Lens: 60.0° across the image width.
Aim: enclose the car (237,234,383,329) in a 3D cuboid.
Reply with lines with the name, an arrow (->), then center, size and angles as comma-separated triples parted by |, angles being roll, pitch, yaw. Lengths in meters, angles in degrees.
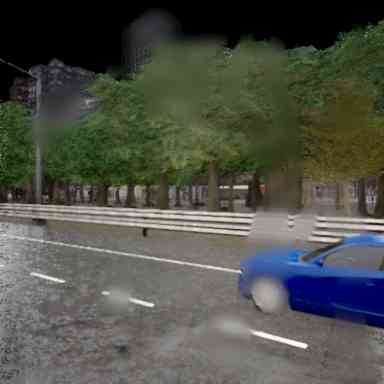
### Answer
car -> 3.215, 1.495, 5.876 | 5.008, 1.535, 1.882 | 0, 0, 36
